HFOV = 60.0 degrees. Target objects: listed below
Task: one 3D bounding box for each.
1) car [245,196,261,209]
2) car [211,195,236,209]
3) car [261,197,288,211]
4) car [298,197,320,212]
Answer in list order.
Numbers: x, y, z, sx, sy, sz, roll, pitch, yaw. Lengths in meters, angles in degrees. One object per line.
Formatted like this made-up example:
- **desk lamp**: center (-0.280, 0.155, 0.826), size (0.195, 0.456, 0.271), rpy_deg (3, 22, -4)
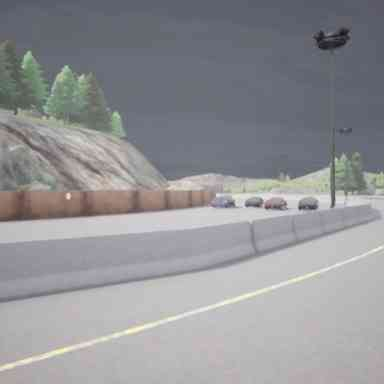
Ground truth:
- **car**: center (8.199, 1.307, 43.001), size (1.882, 1.535, 5.008), rpy_deg (0, 0, 22)
- **car**: center (4.050, 1.216, 42.291), size (2.097, 1.767, 4.553), rpy_deg (0, 0, 24)
- **car**: center (9.573, 1.310, 37.623), size (1.882, 1.535, 5.008), rpy_deg (0, 0, 25)
- **car**: center (12.814, 1.287, 36.299), size (1.882, 1.535, 5.008), rpy_deg (0, 0, 25)
